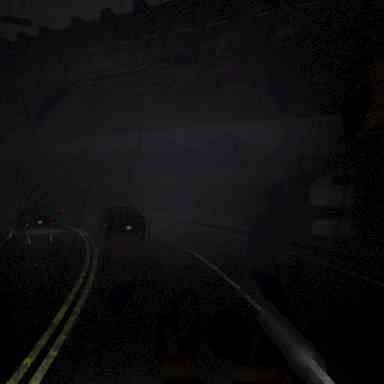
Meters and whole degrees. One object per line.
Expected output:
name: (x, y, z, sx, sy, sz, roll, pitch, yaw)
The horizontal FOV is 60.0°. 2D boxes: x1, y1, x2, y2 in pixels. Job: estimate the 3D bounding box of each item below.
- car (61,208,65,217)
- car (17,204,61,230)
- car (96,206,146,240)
car: (-14.494, 1.873, 33.013, 5.357, 1.411, 2.033, -2, -2, 44)
car: (-9.999, 1.618, 21.323, 1.994, 1.385, 4.181, 1, -1, -32)
car: (-3.781, 1.477, 17.238, 1.882, 1.535, 5.008, 1, -1, -22)
